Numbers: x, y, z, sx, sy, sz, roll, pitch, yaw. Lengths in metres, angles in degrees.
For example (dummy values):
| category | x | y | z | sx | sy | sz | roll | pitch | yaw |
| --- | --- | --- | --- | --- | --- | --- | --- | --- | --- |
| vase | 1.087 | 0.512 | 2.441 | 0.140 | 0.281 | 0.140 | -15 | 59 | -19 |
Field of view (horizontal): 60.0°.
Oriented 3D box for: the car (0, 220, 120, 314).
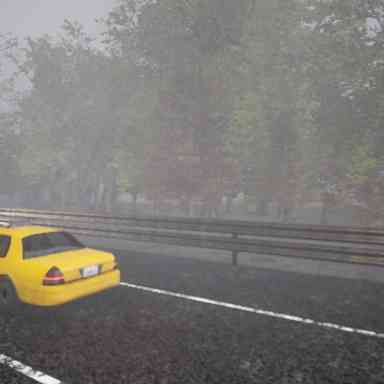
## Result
| category | x | y | z | sx | sy | sz | roll | pitch | yaw |
| --- | --- | --- | --- | --- | --- | --- | --- | --- | --- |
| car | -4.032 | 1.418 | 7.478 | 5.366 | 1.575 | 1.801 | 0 | 0 | 32 |
